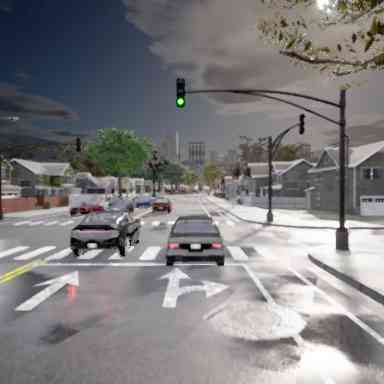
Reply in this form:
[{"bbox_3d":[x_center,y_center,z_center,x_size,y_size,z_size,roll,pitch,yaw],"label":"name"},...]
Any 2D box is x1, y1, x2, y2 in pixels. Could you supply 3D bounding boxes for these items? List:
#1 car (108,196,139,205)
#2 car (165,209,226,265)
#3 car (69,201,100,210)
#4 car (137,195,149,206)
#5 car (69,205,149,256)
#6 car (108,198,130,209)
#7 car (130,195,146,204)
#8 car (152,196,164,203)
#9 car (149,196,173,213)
[{"bbox_3d":[-6.603,1.449,31.013,2.128,1.511,4.902,0,0,0],"label":"car"},{"bbox_3d":[0.099,1.536,11.621,2.033,1.411,5.357,0,0,0],"label":"car"},{"bbox_3d":[-9.852,1.560,31.363,1.895,1.301,4.718,0,0,3],"label":"car"},{"bbox_3d":[-6.588,1.404,46.983,1.882,1.535,5.008,0,0,0],"label":"car"},{"bbox_3d":[-3.154,1.479,12.952,2.128,1.511,4.902,0,0,0],"label":"car"},{"bbox_3d":[-9.842,1.531,45.301,1.895,1.301,4.718,0,0,0],"label":"car"},{"bbox_3d":[-9.793,1.387,61.125,2.128,1.511,4.902,0,0,1],"label":"car"},{"bbox_3d":[-6.519,1.452,64.564,1.994,1.385,4.181,0,0,0],"label":"car"},{"bbox_3d":[-3.156,1.427,36.118,1.882,1.535,5.008,0,0,0],"label":"car"}]
